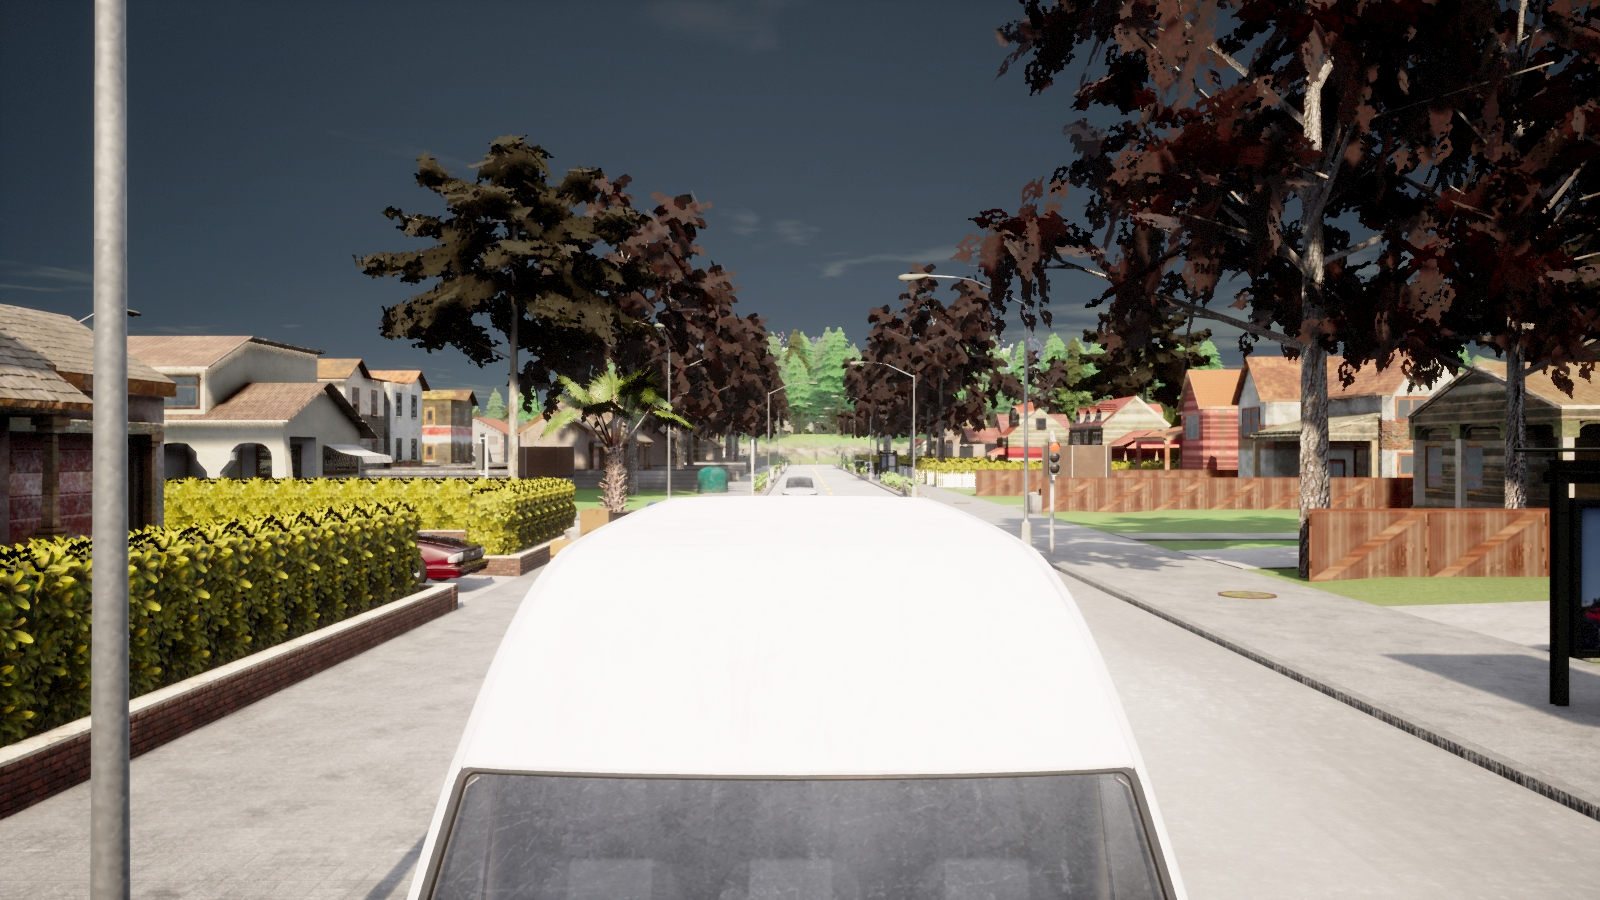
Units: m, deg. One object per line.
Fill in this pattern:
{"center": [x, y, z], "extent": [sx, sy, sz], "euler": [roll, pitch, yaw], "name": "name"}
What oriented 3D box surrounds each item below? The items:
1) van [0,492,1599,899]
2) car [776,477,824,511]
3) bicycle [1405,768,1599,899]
{"center": [0.002, 1.537, 4.030], "extent": [1.988, 2.561, 5.915], "euler": [0, 0, 0], "name": "van"}
{"center": [-0.010, 2.083, 55.314], "extent": [2.231, 1.480, 4.892], "euler": [0, 0, 0], "name": "car"}
{"center": [2.687, 2.062, 3.843], "extent": [0.329, 1.471, 1.835], "euler": [0, 0, 0], "name": "bicycle"}
